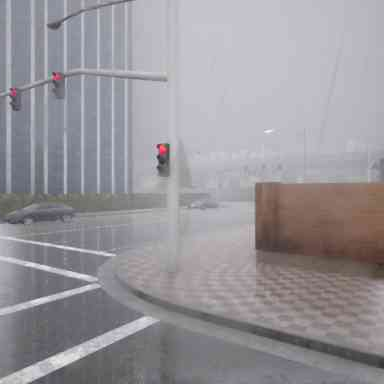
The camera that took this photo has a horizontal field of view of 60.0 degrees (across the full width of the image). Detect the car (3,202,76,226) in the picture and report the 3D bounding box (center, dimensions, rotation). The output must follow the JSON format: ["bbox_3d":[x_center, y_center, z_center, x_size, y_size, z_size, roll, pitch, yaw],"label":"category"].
[{"bbox_3d":[-10.662,1.503,23.582,1.837,1.490,4.892,0,0,35],"label":"car"}]

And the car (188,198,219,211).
[{"bbox_3d":[1.458,1.493,40.585,2.128,1.511,4.902,0,0,36],"label":"car"}]
